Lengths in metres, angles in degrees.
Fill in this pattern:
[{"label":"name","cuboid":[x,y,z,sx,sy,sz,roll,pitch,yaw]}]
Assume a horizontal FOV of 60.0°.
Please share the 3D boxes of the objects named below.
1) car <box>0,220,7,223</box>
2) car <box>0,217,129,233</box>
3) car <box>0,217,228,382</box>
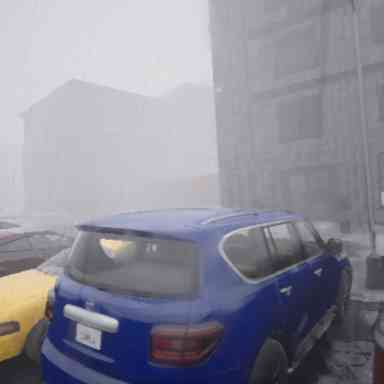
[{"label":"car","cuboid":[-6.012,1.601,9.590,2.002,1.452,4.674,-1,0,35]},{"label":"car","cuboid":[-3.838,1.580,8.045,2.002,1.452,4.674,-1,0,35]},{"label":"car","cuboid":[-1.568,1.514,6.206,1.946,1.575,5.366,-1,0,35]}]
